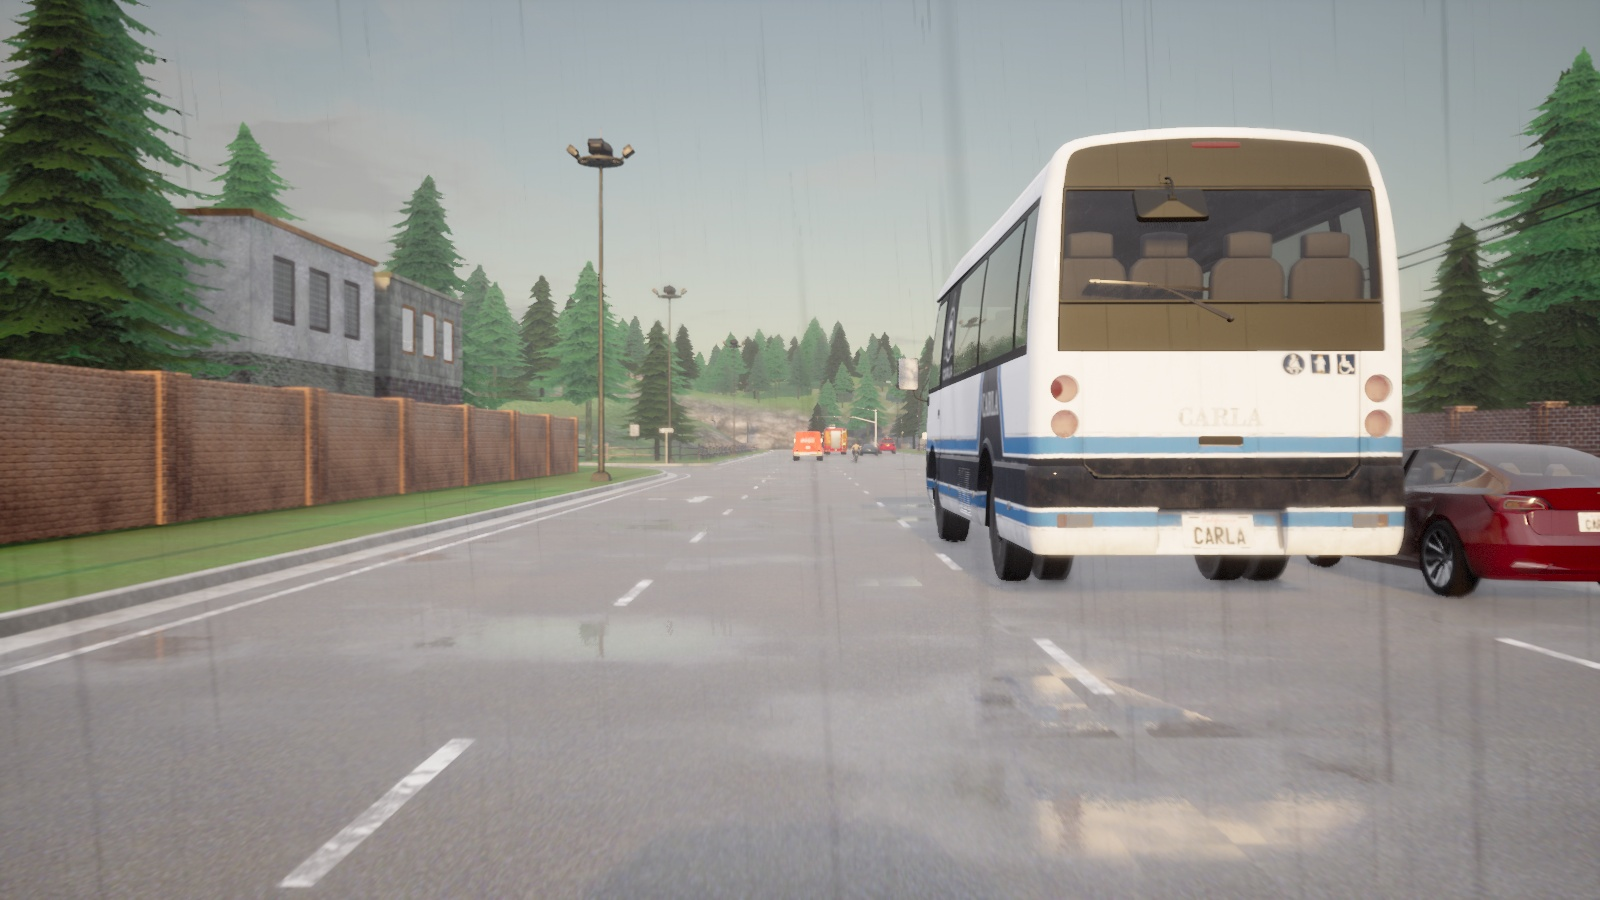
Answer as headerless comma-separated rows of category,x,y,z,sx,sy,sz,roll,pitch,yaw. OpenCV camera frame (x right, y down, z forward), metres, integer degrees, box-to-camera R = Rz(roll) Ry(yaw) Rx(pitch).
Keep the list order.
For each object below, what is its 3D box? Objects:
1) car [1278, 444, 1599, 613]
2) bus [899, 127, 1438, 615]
car,7.099,0.676,13.444,2.163,1.488,4.792,0,0,0
bus,3.617,-0.718,16.097,3.944,4.253,10.273,0,0,0
